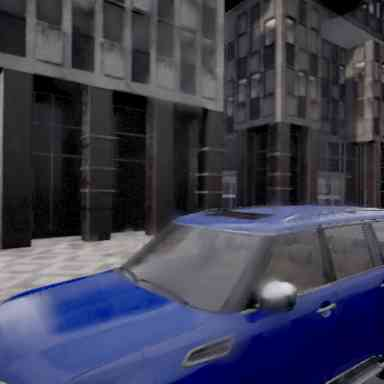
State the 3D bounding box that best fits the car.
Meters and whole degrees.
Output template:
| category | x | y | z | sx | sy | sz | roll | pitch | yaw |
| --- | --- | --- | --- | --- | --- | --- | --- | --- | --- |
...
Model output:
| category | x | y | z | sx | sy | sz | roll | pitch | yaw |
| --- | --- | --- | --- | --- | --- | --- | --- | --- | --- |
| car | 0.659 | 1.222 | 3.813 | 5.566 | 2.045 | 2.150 | 0 | 0 | -36 |
